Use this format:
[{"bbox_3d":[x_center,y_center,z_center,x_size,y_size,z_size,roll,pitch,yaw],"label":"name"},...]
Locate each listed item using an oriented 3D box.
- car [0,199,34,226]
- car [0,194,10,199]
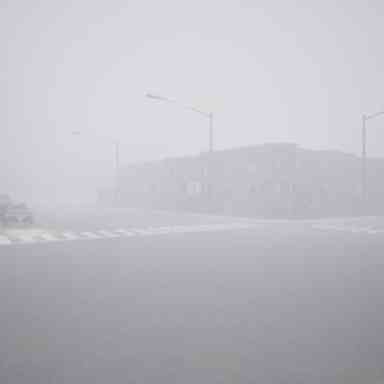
[{"bbox_3d":[-12.712,1.528,23.941,2.128,1.511,4.902,1,0,-35],"label":"car"},{"bbox_3d":[-19.067,1.258,32.854,2.150,2.045,5.566,1,-1,-35],"label":"car"}]
